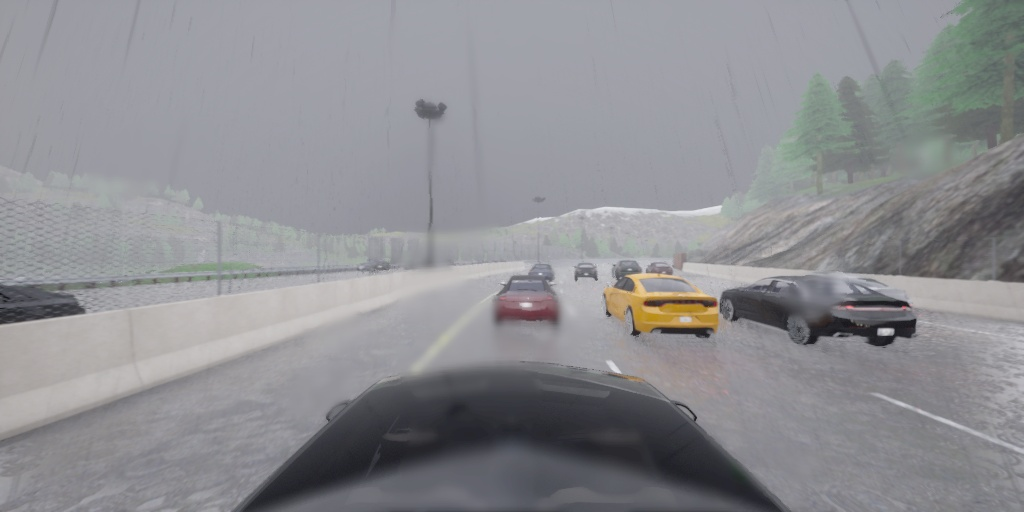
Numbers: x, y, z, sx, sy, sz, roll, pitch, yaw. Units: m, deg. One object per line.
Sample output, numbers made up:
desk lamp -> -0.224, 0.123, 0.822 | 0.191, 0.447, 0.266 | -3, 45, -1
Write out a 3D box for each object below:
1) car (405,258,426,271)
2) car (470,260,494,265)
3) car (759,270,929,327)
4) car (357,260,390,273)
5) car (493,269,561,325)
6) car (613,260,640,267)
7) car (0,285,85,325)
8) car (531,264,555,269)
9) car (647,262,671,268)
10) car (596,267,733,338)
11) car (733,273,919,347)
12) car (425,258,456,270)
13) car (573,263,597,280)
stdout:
car -> -11.958, 1.064, 46.587 | 2.097, 1.767, 4.553 | 0, 0, 14
car -> -4.396, 1.297, 47.982 | 1.994, 1.385, 4.181 | 0, 0, 15
car -> 11.066, 1.302, 12.560 | 1.812, 1.442, 4.674 | 0, 0, 4
car -> -16.447, 1.194, 42.759 | 2.128, 1.511, 4.902 | 0, 0, 13
car -> 0.528, 1.314, 11.844 | 1.994, 1.385, 4.181 | 0, 0, 3
car -> 9.977, 1.123, 31.330 | 2.097, 1.767, 4.553 | 0, 0, 10
car -> -10.450, 1.228, 5.848 | 1.837, 1.490, 4.892 | 0, 0, 2
car -> 2.446, 1.316, 28.819 | 1.994, 1.385, 4.181 | 0, 0, 9
car -> 14.172, 1.306, 34.559 | 1.812, 1.442, 4.674 | 0, 0, 12
car -> 3.932, 1.236, 10.324 | 1.882, 1.535, 5.008 | 0, 0, 3
car -> 7.386, 1.259, 9.393 | 2.128, 1.511, 4.902 | 0, 0, 3
car -> -8.651, 1.227, 45.413 | 1.837, 1.490, 4.892 | 0, 0, 14
car -> 6.361, 1.287, 31.039 | 1.812, 1.442, 4.674 | 0, 0, 10
